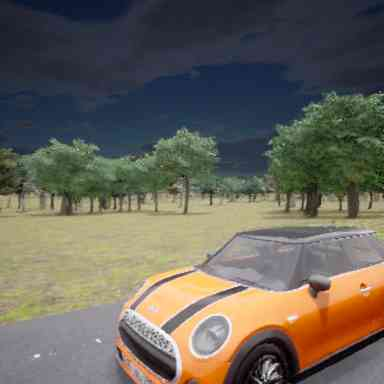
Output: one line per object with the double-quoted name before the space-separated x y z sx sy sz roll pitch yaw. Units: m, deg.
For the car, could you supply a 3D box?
"car" 1.252 1.347 4.862 4.553 1.767 2.097 0 0 -35
